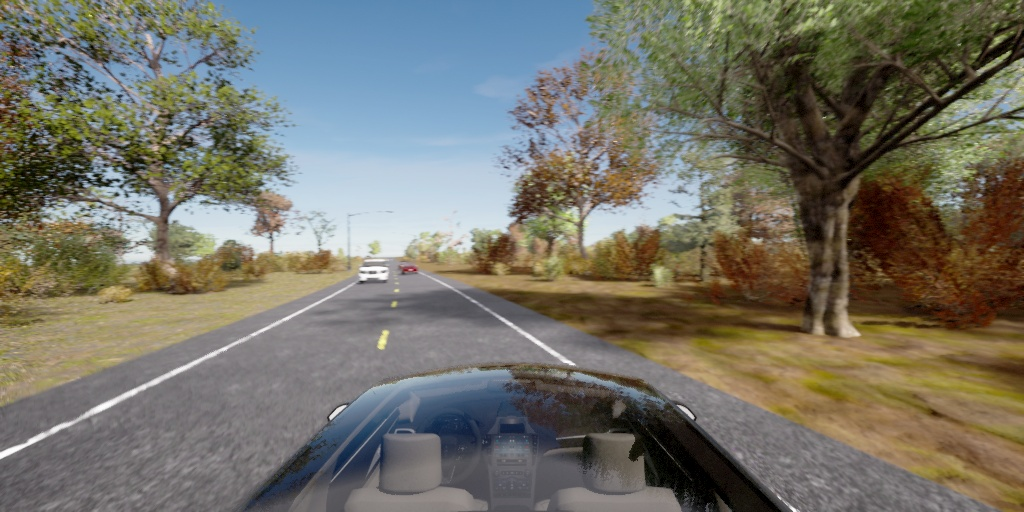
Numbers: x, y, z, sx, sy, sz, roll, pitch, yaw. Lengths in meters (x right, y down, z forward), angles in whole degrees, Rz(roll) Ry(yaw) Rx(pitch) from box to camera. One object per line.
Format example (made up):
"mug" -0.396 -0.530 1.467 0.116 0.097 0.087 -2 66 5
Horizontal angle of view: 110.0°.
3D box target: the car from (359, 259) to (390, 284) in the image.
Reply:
"car" -12.031 1.316 31.423 2.150 2.045 5.566 -1 0 -18

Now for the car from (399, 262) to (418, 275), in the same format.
"car" -13.749 1.657 48.128 1.882 1.535 5.008 -1 0 -19
